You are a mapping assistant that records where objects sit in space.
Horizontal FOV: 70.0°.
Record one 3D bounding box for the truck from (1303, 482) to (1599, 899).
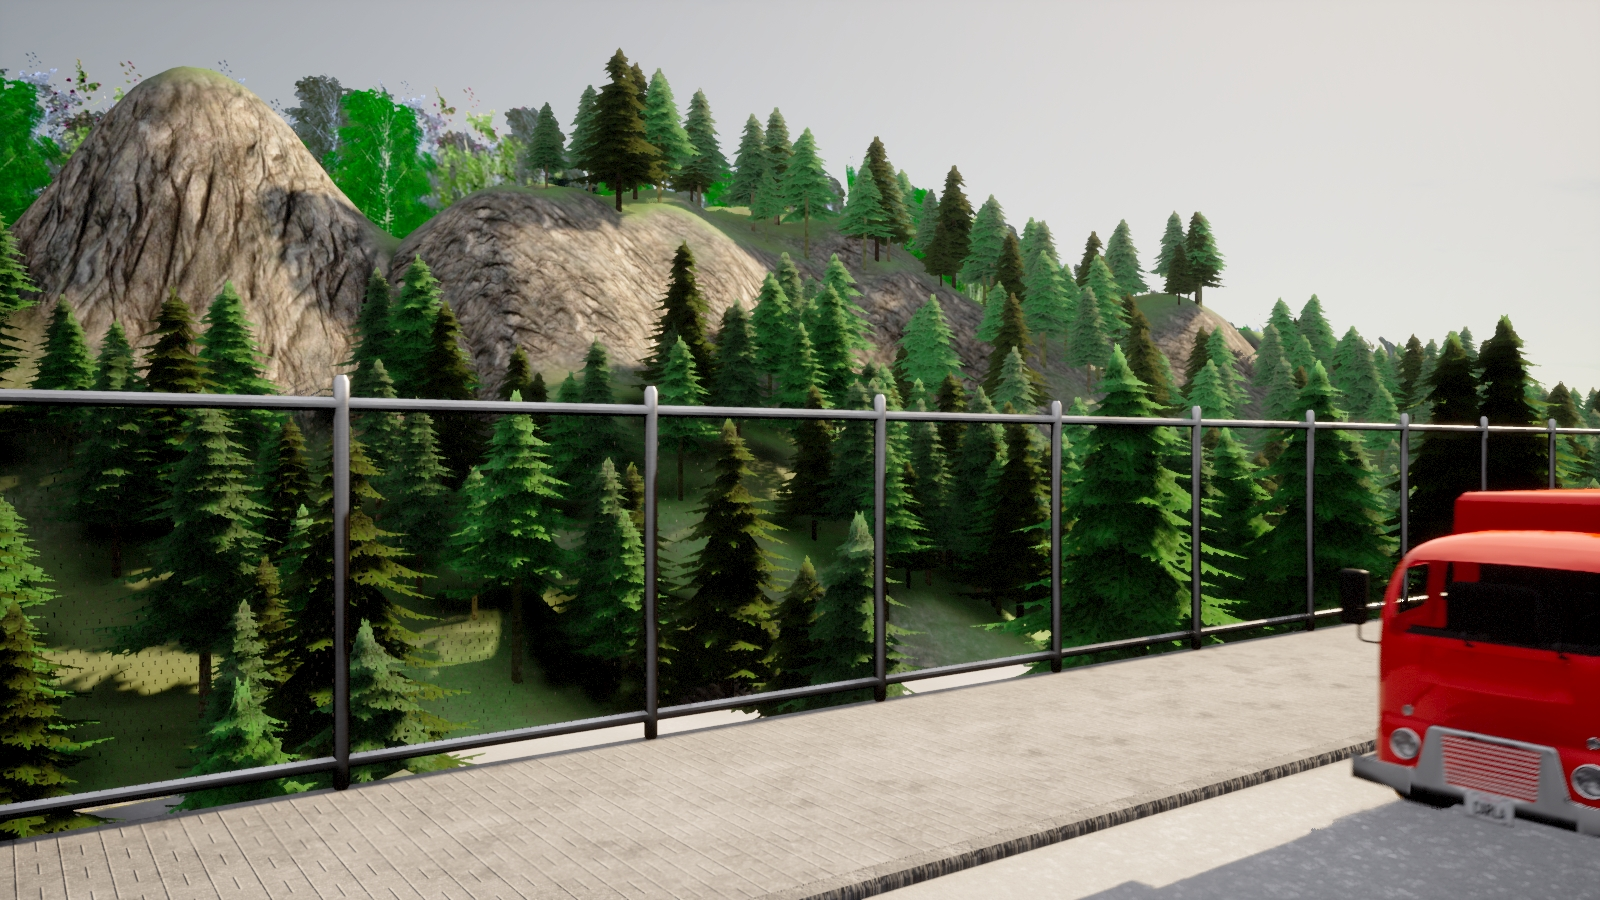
[{"bbox_3d":[6.703,1.568,9.168,5.204,2.467,2.627,0,0,-36],"label":"truck"}]
